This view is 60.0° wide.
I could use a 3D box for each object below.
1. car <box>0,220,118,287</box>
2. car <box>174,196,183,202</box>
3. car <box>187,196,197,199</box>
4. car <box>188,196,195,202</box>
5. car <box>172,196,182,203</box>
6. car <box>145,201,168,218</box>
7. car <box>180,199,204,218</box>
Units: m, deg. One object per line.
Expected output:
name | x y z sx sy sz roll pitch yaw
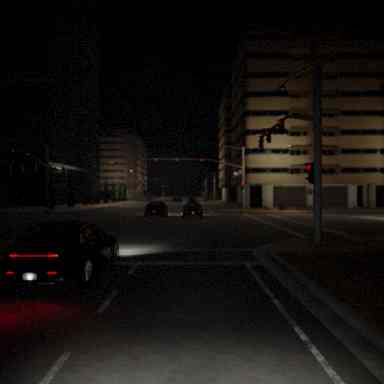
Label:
car | -3.416 1.548 9.431 1.837 1.490 4.892 0 0 0
car | -3.520 1.845 88.314 2.033 1.411 5.357 0 0 0
car | -0.018 1.857 79.189 1.837 1.490 4.892 0 0 0
car | -0.020 1.830 88.314 1.812 1.442 4.674 0 0 0
car | -3.517 1.710 78.886 2.097 1.767 4.553 0 0 0
car | -3.409 1.624 32.311 1.882 1.535 5.008 0 0 0
car | 0.079 1.670 31.766 1.812 1.442 4.674 0 0 0
